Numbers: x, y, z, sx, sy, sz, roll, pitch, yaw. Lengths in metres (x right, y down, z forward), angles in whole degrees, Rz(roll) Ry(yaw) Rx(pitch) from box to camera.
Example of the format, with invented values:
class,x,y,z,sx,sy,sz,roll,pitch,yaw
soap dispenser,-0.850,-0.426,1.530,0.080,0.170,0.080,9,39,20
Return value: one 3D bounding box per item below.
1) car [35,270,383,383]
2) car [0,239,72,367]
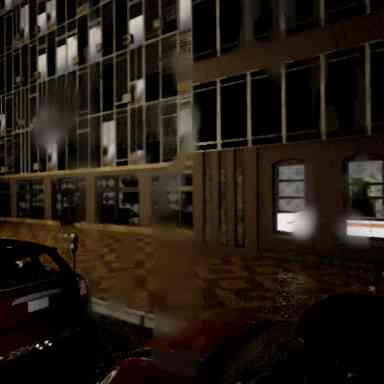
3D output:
class,x,y,z,sx,sy,sz,roll,pitch,yaw
car,1.087,1.442,2.100,4.097,1.590,1.967,-1,0,36
car,-3.547,1.485,5.406,4.097,1.590,1.967,-1,0,36
